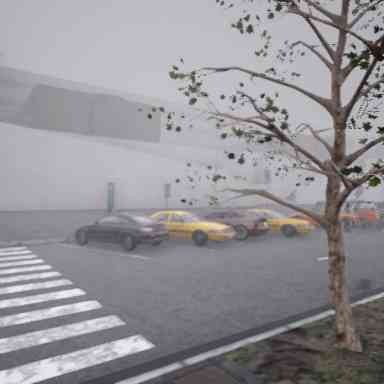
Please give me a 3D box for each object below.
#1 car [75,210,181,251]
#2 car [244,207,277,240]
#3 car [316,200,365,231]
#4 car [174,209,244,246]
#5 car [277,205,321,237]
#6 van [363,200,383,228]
[{"bbox_3d":[-3.070,1.603,14.433,4.674,1.452,2.002,-1,-1,35],"label":"car"},{"bbox_3d":[1.760,1.674,17.912,4.792,1.488,2.163,-1,-1,35],"label":"car"},{"bbox_3d":[9.099,1.641,23.075,4.553,1.767,2.185,-1,-1,34],"label":"car"},{"bbox_3d":[-0.489,1.597,16.065,5.366,1.575,1.946,-1,-2,35],"label":"car"},{"bbox_3d":[4.370,1.683,19.526,5.366,1.575,1.946,-1,-2,35],"label":"car"},{"bbox_3d":[11.611,1.577,24.769,4.442,1.987,1.878,-1,-2,35],"label":"van"}]
